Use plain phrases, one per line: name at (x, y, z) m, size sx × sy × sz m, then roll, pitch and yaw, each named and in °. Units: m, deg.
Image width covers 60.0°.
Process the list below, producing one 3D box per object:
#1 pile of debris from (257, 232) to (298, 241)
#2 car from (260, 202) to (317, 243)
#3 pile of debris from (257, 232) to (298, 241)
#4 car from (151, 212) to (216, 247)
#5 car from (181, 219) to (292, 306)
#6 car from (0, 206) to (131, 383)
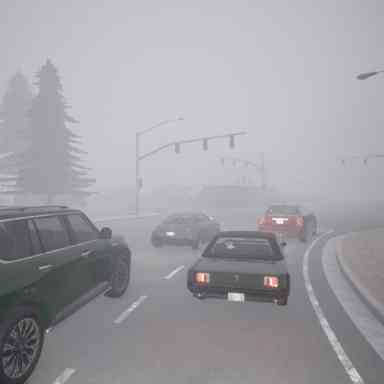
pile of debris at (4.194, 2.147, 16.147) m, size 1.500 × 0.140 × 1.860 m, roll 0°, pitch 0°, yaw 29°
car at (4.814, 1.322, 16.387) m, size 2.097 × 1.767 × 4.553 m, roll 0°, pitch 0°, yaw 27°
pile of debris at (4.194, 2.147, 16.147) m, size 1.500 × 0.140 × 1.860 m, roll 0°, pitch 0°, yaw 29°
car at (-0.117, 1.547, 14.472) m, size 1.994 × 1.385 × 4.181 m, roll 0°, pitch 0°, yaw 20°
car at (1.332, 1.589, 8.113) m, size 1.895 × 1.301 × 4.718 m, roll 0°, pitch 0°, yaw 14°
car at (-2.787, 1.222, 5.513) m, size 2.150 × 2.045 × 5.566 m, roll 0°, pitch 0°, yaw 8°
